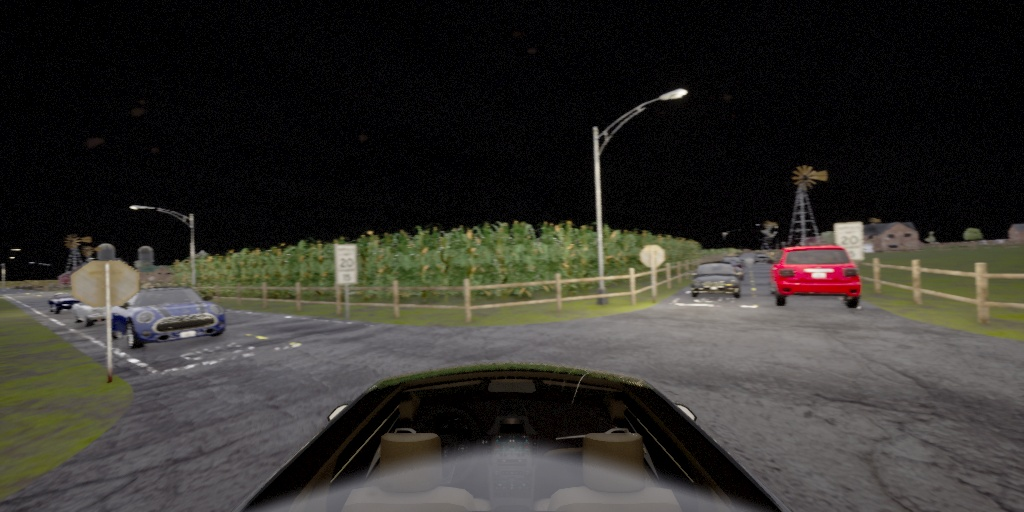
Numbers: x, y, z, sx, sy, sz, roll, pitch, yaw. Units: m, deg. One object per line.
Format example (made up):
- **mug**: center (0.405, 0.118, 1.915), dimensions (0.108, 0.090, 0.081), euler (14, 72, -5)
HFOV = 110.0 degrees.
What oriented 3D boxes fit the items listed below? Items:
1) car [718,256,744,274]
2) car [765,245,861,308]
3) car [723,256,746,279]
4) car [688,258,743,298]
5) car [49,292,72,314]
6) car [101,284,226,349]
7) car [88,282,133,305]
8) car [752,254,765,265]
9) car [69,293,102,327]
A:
- **car**: center (20.492, 0.792, 33.451), dimensions (1.837, 1.490, 4.892), euler (-3, -1, 33)
- **car**: center (11.048, 0.660, 13.431), dimensions (2.150, 2.045, 5.566), euler (-2, -1, 33)
- **car**: center (14.997, 0.973, 25.074), dimensions (1.994, 1.385, 4.181), euler (-3, -1, 34)
- **car**: center (9.511, 1.038, 16.705), dimensions (1.837, 1.490, 4.892), euler (-3, -1, 32)
- **car**: center (-29.399, 3.067, 24.058), dimensions (4.718, 1.301, 1.895), euler (-3, -1, 34)
- **car**: center (-11.262, 1.783, 11.659), dimensions (4.553, 1.767, 2.097), euler (-3, -1, 34)
- **car**: center (-35.925, 3.255, 32.070), dimensions (4.553, 1.767, 2.097), euler (-3, -1, 34)
- **car**: center (34.842, 0.422, 50.134), dimensions (1.837, 1.490, 4.892), euler (-3, -1, 33)
- **car**: center (-19.012, 2.474, 16.956), dimensions (4.718, 1.301, 1.895), euler (-3, -1, 34)
